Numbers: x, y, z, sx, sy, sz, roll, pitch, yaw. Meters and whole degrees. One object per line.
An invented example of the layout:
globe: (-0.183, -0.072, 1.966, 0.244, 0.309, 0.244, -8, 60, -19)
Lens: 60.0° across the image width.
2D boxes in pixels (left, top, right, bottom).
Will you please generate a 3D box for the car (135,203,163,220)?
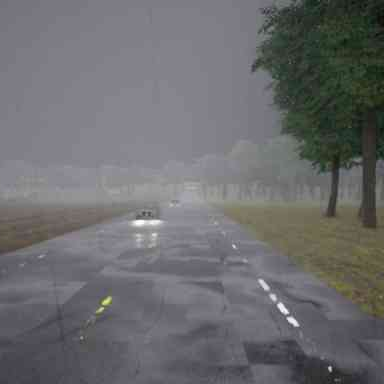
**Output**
car: (-3.605, 1.617, 28.416, 1.994, 1.385, 4.181, 0, 0, 0)

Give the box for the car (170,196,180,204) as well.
car: (-3.519, 1.677, 69.696, 1.882, 1.535, 5.008, 0, 0, 0)

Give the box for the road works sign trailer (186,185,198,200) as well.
road works sign trailer: (0.204, 0.143, 79.127, 2.380, 3.560, 2.880, -4, -24, 0)
